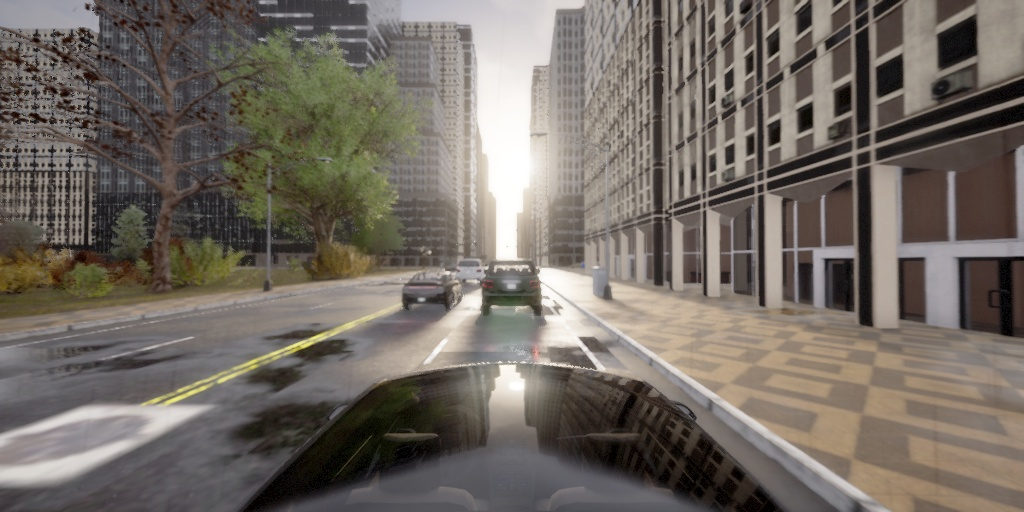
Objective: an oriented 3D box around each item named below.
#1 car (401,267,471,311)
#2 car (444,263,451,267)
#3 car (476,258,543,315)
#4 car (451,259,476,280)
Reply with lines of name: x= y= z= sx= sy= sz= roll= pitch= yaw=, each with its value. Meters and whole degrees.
car: x=-3.242 y=1.385 z=15.348 sx=2.128 sy=1.511 sz=4.902 roll=0 pitch=0 yaw=0
car: x=-9.867 y=1.954 z=58.467 sx=1.837 sy=1.490 sz=4.892 roll=0 pitch=-1 yaw=0
car: x=0.000 y=1.107 z=14.443 sx=2.150 sy=2.045 sz=5.566 roll=0 pitch=0 yaw=0
car: x=-3.261 y=1.277 z=29.432 sx=2.150 sy=2.045 sz=5.566 roll=0 pitch=0 yaw=0
